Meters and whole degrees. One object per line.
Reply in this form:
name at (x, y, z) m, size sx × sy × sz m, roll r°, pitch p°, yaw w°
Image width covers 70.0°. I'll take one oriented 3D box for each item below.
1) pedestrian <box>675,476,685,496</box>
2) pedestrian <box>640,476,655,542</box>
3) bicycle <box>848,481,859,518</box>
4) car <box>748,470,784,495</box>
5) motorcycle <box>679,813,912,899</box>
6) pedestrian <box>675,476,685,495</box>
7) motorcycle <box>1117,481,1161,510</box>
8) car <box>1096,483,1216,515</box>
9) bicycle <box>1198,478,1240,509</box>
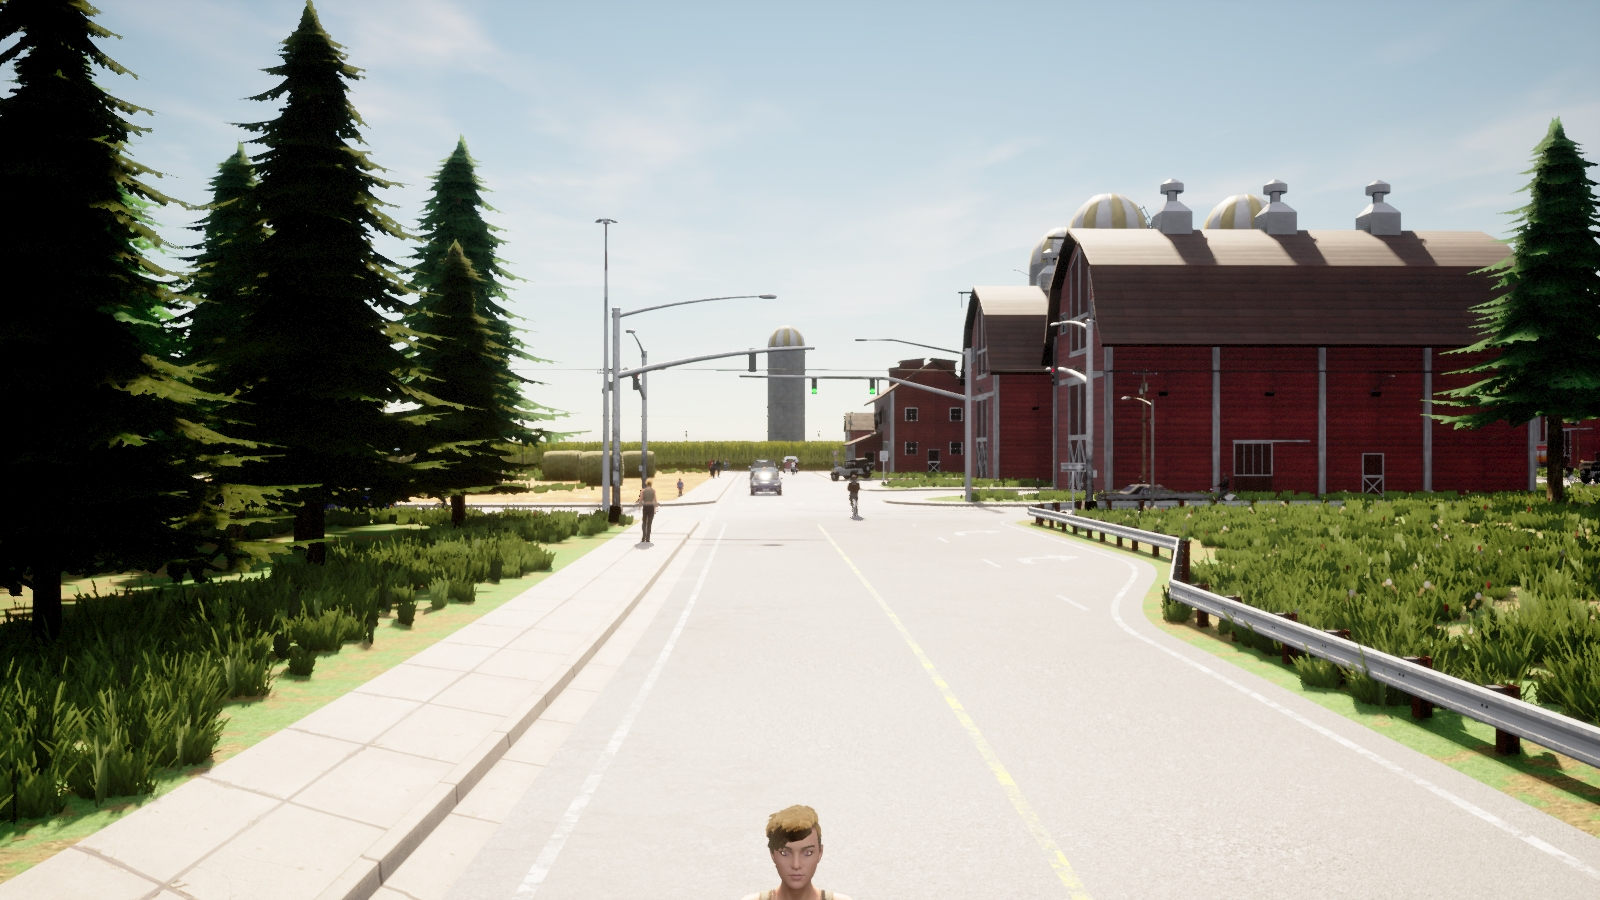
pedestrian at (-6.834, 2.053, 65.086) m, size 0.500 × 1.100 × 0.500 m, roll 0°, pitch 0°, yaw -2°
pedestrian at (-4.329, 1.671, 32.371) m, size 0.375 × 1.860 × 0.375 m, roll 0°, pitch 0°, yaw 1°
bicycle at (2.244, 2.050, 48.022) m, size 0.329 × 1.471 × 1.835 m, roll 0°, pitch 0°, yaw -2°
car at (-2.153, 2.036, 72.119) m, size 2.163 × 1.488 × 4.792 m, roll 0°, pitch 0°, yaw -2°
motorcycle at (-0.013, 2.128, 3.457) m, size 0.764 × 1.307 × 2.356 m, roll 0°, pitch 0°, yaw 0°
pedestrian at (-6.909, 2.053, 65.689) m, size 0.500 × 1.100 × 0.500 m, roll 0°, pitch 0°, yaw 7°
motorcycle at (15.989, 2.145, 53.899) m, size 1.805 × 1.316 × 0.856 m, roll 0°, pitch 0°, yaw -1°
car at (15.733, 2.158, 50.658) m, size 4.718 × 1.301 × 1.895 m, roll 0°, pitch 0°, yaw 0°
bicycle at (19.800, 2.064, 53.998) m, size 1.835 × 1.471 × 0.329 m, roll 0°, pitch 0°, yaw -1°
